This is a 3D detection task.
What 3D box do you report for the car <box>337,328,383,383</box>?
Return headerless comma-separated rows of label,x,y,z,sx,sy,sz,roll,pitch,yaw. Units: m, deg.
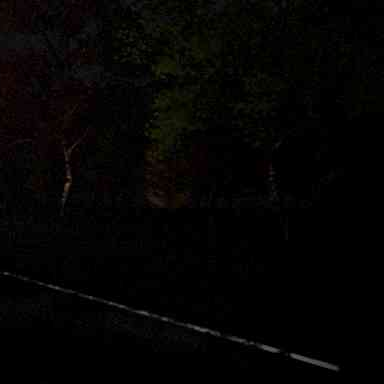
car,3.137,1.577,1.452,4.718,1.301,1.895,0,1,36
